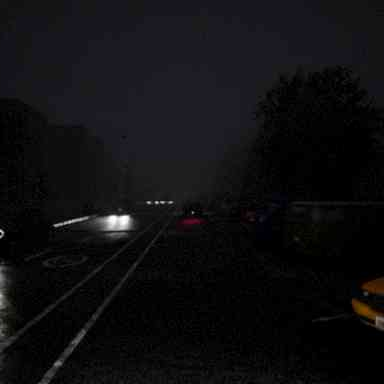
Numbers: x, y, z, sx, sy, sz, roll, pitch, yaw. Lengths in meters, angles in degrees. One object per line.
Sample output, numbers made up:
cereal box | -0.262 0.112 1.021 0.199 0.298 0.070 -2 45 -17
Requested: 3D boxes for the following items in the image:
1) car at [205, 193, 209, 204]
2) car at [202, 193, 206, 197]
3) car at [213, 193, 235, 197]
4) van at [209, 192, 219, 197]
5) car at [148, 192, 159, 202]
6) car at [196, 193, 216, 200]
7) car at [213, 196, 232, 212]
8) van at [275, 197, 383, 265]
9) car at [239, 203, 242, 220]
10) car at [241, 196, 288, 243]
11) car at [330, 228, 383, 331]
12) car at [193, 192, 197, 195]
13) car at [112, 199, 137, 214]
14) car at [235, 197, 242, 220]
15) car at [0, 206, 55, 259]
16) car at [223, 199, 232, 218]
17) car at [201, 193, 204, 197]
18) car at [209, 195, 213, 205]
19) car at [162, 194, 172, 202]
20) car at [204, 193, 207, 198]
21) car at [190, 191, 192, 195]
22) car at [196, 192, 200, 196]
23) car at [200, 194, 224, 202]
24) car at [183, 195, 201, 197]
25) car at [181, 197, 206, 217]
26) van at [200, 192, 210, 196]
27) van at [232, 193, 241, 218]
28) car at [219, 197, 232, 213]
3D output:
car | 5.017 1.400 49.965 5.008 1.535 2.097 1 0 -22
car | 4.713 1.377 58.848 4.674 1.452 2.002 0 1 -22
car | 5.210 1.336 38.071 4.553 1.767 2.185 1 0 -21
van | 5.204 1.193 47.040 4.442 1.987 1.878 1 0 -21
car | -8.075 0.989 70.295 2.150 2.045 5.566 0 0 -3
car | 3.421 1.047 82.553 4.553 1.767 2.185 1 0 -24
car | 5.102 1.478 32.071 5.366 1.575 1.946 1 0 -20
van | 5.397 1.278 11.442 4.442 1.987 1.878 1 0 -20
car | 5.294 1.505 17.312 5.008 1.535 2.097 1 0 -20
car | 5.319 1.254 14.368 5.566 2.045 2.435 1 0 -20
car | 5.128 1.489 5.398 5.366 1.575 1.946 1 0 -20
car | 3.872 0.958 76.647 5.566 2.045 2.435 1 0 -24
car | -6.989 1.486 34.739 2.128 1.511 4.902 0 0 0
car | 5.314 1.379 20.287 4.553 1.767 2.185 1 0 -20
car | -7.058 1.372 12.645 2.097 1.767 4.553 0 0 0
car | 5.307 1.527 26.215 4.792 1.488 2.163 1 0 -20
car | 4.615 1.354 61.801 4.674 1.452 2.002 1 0 -23
car | 5.155 1.474 44.022 4.674 1.452 2.002 1 1 -21
car | -5.283 1.114 70.527 2.097 1.767 4.553 0 0 -3
car | 5.113 1.380 53.003 5.366 1.575 1.946 1 0 -22
car | 2.744 1.156 91.436 4.792 1.488 2.163 1 0 -25
car | 4.173 1.264 67.661 5.366 1.575 1.946 1 1 -23
car | 4.190 1.288 70.701 4.674 1.452 2.002 1 1 -23
car | -0.157 1.507 45.272 1.994 1.385 4.181 0 0 0
car | 0.069 1.507 30.768 1.837 1.490 4.892 0 0 0
van | 4.383 1.065 64.718 4.442 1.987 1.878 1 1 -23
van | 5.390 1.277 23.285 4.442 1.987 1.878 1 0 -20
car | 5.455 1.490 29.230 5.366 1.575 1.946 1 0 -20
